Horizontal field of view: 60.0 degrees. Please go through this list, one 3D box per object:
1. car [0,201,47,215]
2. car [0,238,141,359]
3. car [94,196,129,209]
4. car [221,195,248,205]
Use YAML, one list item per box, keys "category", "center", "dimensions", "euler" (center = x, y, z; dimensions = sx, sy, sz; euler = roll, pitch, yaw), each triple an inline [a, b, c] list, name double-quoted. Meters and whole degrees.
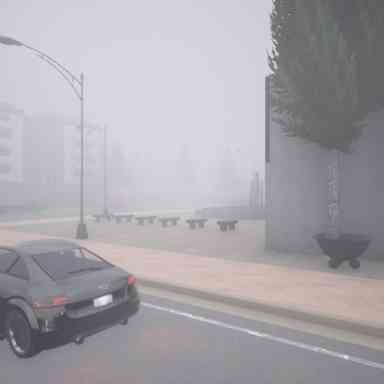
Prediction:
- category: "car"
  center: [-17.651, 1.601, 34.352]
  dimensions: [1.895, 1.301, 4.718]
  euler: [0, 0, 33]
- category: "car"
  center: [-2.929, 1.564, 6.047]
  dimensions: [4.181, 1.385, 1.994]
  euler: [0, 0, 36]
- category: "car"
  center: [-10.617, 1.351, 43.995]
  dimensions: [2.097, 1.767, 4.553]
  euler: [0, 0, 42]
- category: "car"
  center: [7.190, 1.349, 56.628]
  dimensions: [4.553, 1.767, 2.097]
  euler: [0, 0, -21]
